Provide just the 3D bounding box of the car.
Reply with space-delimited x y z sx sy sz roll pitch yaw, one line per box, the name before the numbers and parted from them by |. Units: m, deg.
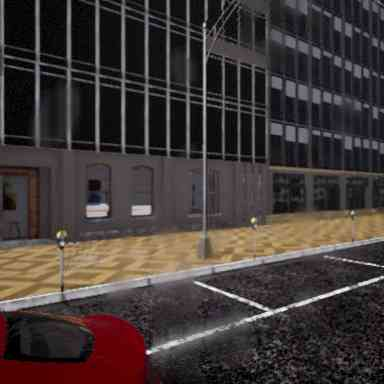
car | -2.341 1.529 1.693 4.674 1.442 1.812 0 0 -36
